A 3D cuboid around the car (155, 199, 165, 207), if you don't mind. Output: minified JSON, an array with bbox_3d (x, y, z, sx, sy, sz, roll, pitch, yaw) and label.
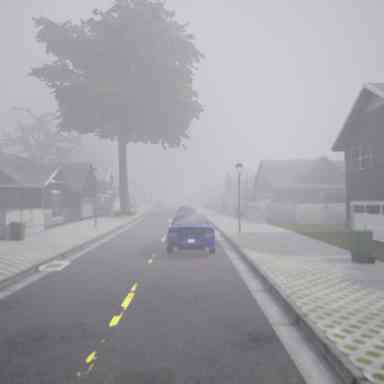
[{"bbox_3d":[-6.845,2.368,70.695,2.097,1.767,4.553,0,-1,-7],"label":"car"}]

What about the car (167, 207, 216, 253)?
[{"bbox_3d":[-0.055,1.633,14.505,1.882,1.535,5.008,0,0,-1],"label":"car"}]
